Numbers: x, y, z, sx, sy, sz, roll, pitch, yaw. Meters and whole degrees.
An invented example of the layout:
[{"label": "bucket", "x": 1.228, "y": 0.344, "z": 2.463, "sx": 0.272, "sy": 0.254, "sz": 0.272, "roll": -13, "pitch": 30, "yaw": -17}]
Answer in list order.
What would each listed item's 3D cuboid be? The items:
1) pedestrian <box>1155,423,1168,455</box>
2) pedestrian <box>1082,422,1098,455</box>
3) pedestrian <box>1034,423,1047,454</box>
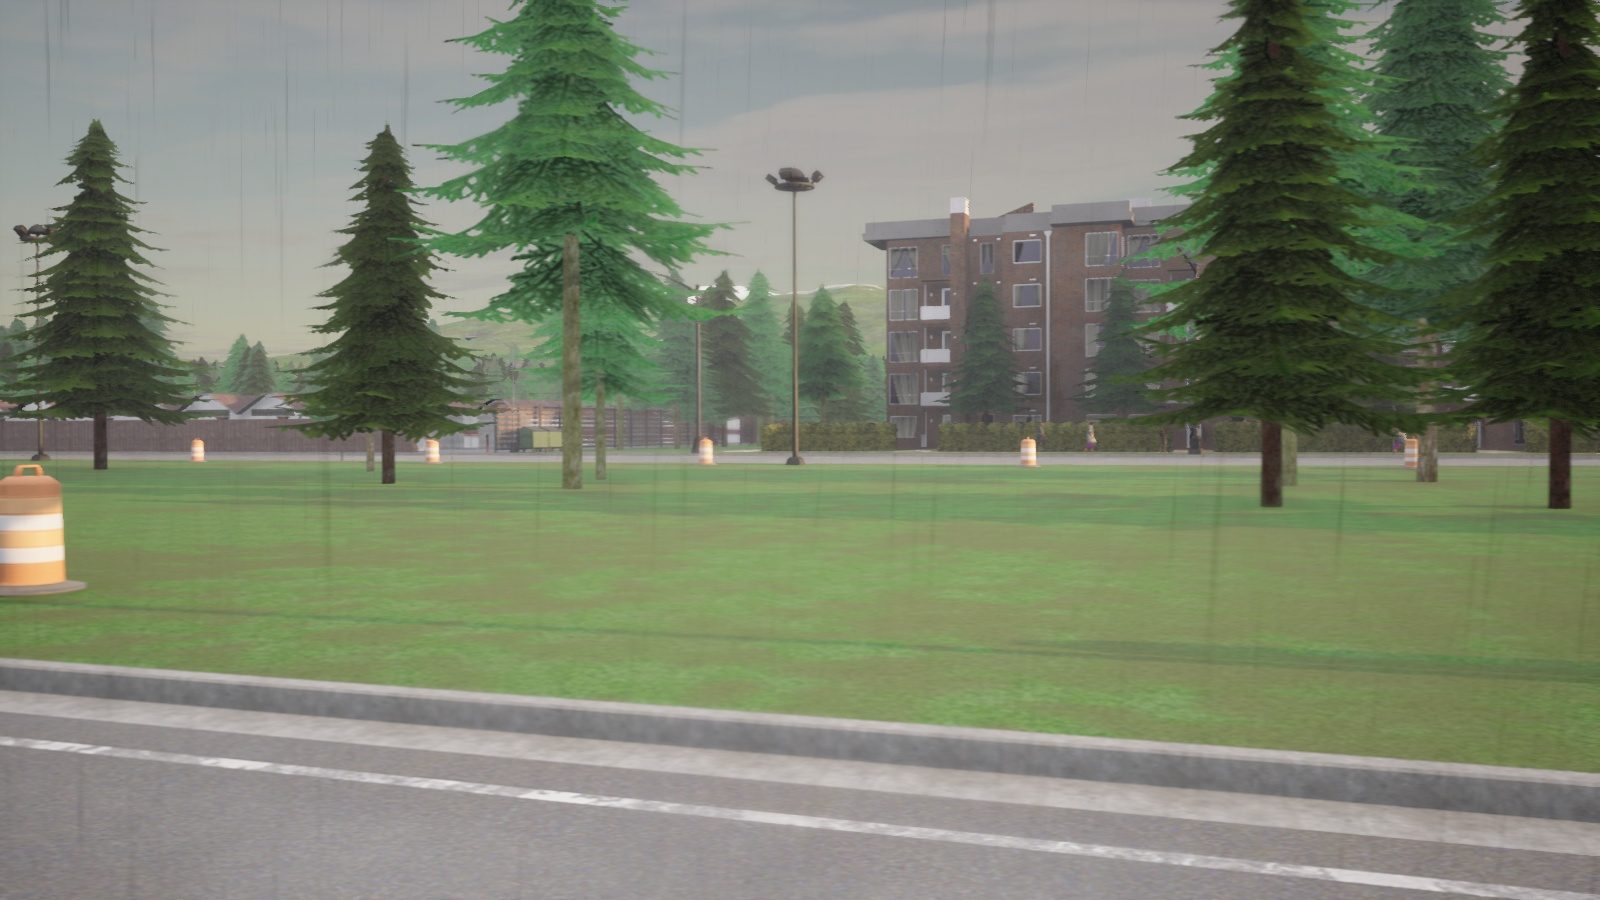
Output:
[{"label": "pedestrian", "x": 20.964, "y": -0.631, "z": 72.869, "sx": 0.703, "sy": 1.840, "sz": 0.431, "roll": 1, "pitch": 1, "yaw": 19}, {"label": "pedestrian", "x": 17.199, "y": -0.671, "z": 74.456, "sx": 0.873, "sy": 1.952, "sz": 0.659, "roll": 1, "pitch": 1, "yaw": 19}, {"label": "pedestrian", "x": 14.337, "y": -0.689, "z": 74.886, "sx": 0.694, "sy": 1.848, "sz": 0.540, "roll": 1, "pitch": 1, "yaw": 19}]
